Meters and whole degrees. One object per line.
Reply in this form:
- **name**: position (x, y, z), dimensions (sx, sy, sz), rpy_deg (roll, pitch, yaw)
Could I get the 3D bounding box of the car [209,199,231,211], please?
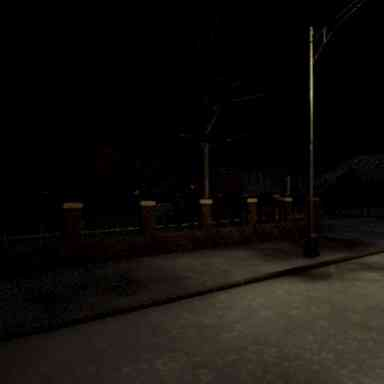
- **car**: position (1.929, 1.425, 33.207), dimensions (1.994, 1.385, 4.181), rpy_deg (0, 0, -35)
